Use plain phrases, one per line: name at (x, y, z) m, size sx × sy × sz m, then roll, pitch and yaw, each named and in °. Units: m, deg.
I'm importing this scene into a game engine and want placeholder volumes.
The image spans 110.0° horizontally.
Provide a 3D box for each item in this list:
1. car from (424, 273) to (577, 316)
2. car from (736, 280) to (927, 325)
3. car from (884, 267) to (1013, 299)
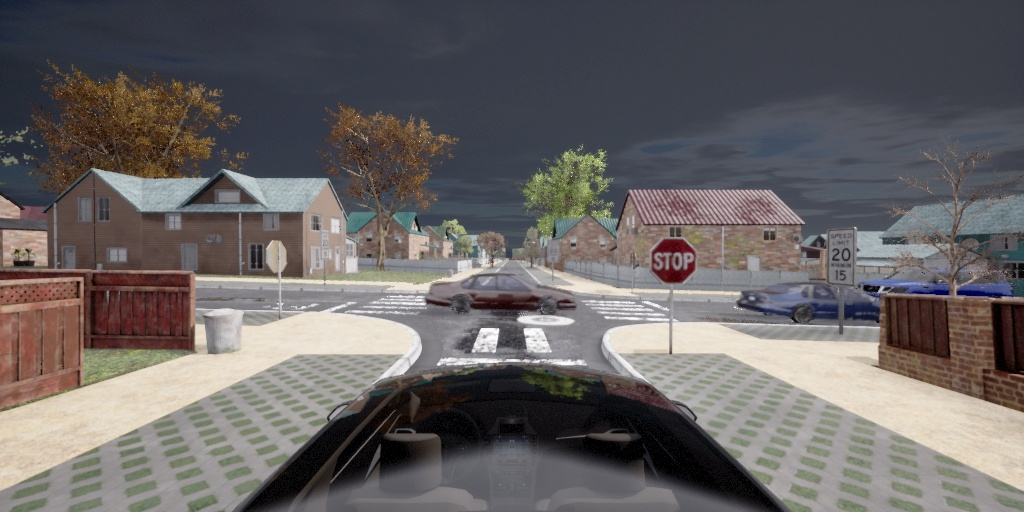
car at (-0.401, 1.340, 13.126) m, size 5.357 × 1.411 × 2.033 m, roll 1°, pitch 0°, yaw 0°
car at (11.317, 1.679, 13.186) m, size 5.357 × 1.411 × 2.033 m, roll 2°, pitch 1°, yaw 0°
car at (18.725, 1.528, 16.072) m, size 5.566 × 2.045 × 2.150 m, roll 2°, pitch 1°, yaw 0°
